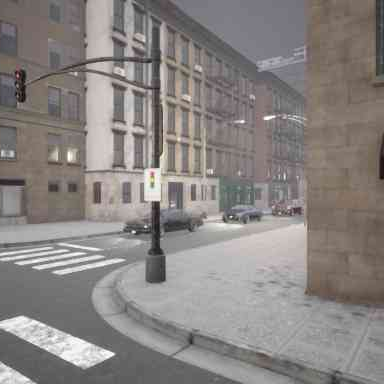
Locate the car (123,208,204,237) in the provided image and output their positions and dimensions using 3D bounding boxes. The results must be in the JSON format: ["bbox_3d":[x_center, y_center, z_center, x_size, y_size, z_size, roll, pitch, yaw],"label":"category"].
[{"bbox_3d":[-1.383,1.630,18.857,2.033,1.411,5.357,0,0,35],"label":"car"}]

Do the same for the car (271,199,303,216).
[{"bbox_3d":[9.985,1.538,34.785,2.097,1.767,4.553,0,0,35],"label":"car"}]

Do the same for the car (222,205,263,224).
[{"bbox_3d":[4.069,1.696,26.499,1.994,1.385,4.181,0,0,36],"label":"car"}]
